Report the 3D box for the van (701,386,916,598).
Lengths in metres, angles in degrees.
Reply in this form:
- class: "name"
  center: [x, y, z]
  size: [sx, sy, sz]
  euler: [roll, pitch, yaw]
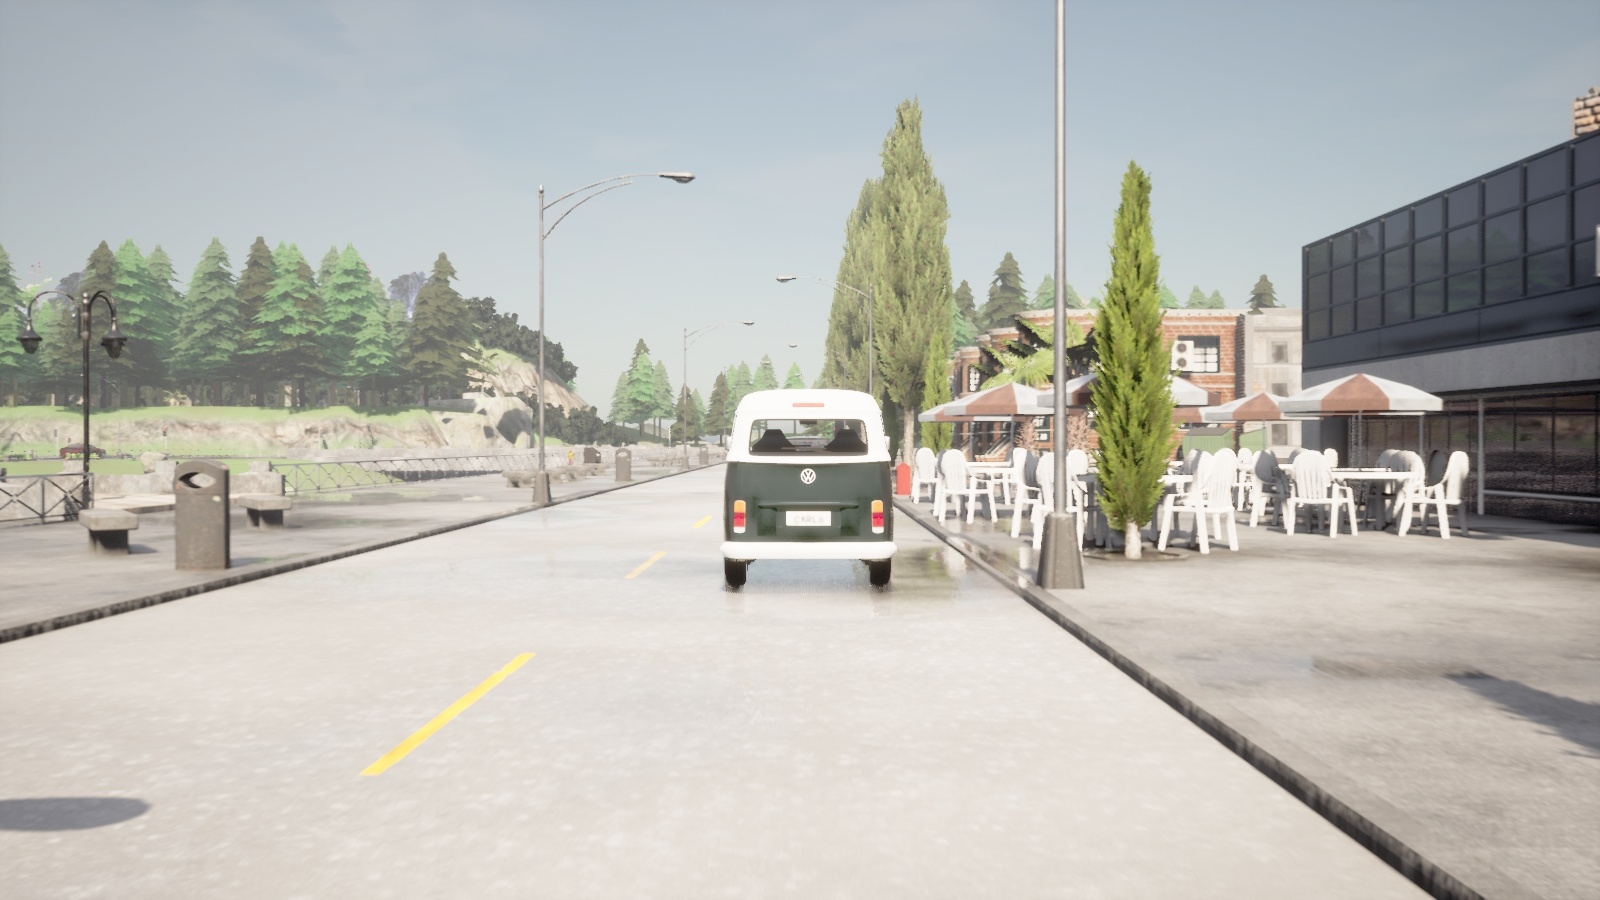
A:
- class: "van"
  center: [0.095, 0.389, 14.334]
  size: [2.069, 2.038, 4.480]
  euler: [0, 0, 0]
